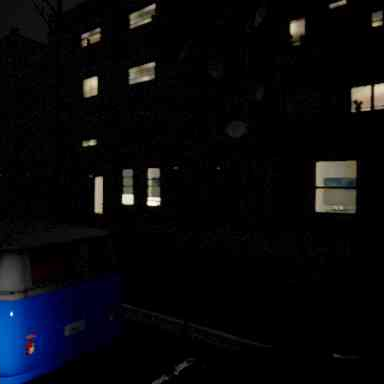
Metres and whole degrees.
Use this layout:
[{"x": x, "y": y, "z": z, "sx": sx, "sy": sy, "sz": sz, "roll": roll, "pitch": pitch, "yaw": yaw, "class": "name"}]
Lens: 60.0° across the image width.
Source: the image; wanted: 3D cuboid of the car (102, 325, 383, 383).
[{"x": 1.668, "y": 1.585, "z": 1.682, "sx": 4.206, "sy": 1.307, "sz": 1.802, "roll": 0, "pitch": 1, "yaw": 35, "class": "car"}]

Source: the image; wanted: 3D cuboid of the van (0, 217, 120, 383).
[{"x": -2.850, "y": 1.309, "z": 4.900, "sx": 3.998, "sy": 1.788, "sz": 1.690, "roll": 0, "pitch": 1, "yaw": 35, "class": "van"}]
